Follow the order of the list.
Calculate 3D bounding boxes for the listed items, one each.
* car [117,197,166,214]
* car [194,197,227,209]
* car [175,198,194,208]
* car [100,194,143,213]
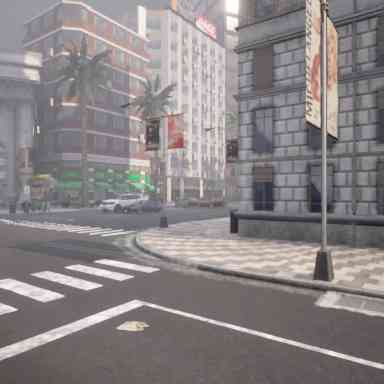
[{"bbox_3d":[-5.085,1.547,35.674,2.033,1.411,5.357,0,0,36],"label":"car"},{"bbox_3d":[2.938,1.478,46.313,1.882,1.535,5.008,0,0,39],"label":"car"},{"bbox_3d":[-0.504,1.526,47.556,1.812,1.442,4.674,0,0,38],"label":"car"},{"bbox_3d":[-7.799,1.221,37.868,2.150,2.045,5.566,0,0,36],"label":"car"}]
